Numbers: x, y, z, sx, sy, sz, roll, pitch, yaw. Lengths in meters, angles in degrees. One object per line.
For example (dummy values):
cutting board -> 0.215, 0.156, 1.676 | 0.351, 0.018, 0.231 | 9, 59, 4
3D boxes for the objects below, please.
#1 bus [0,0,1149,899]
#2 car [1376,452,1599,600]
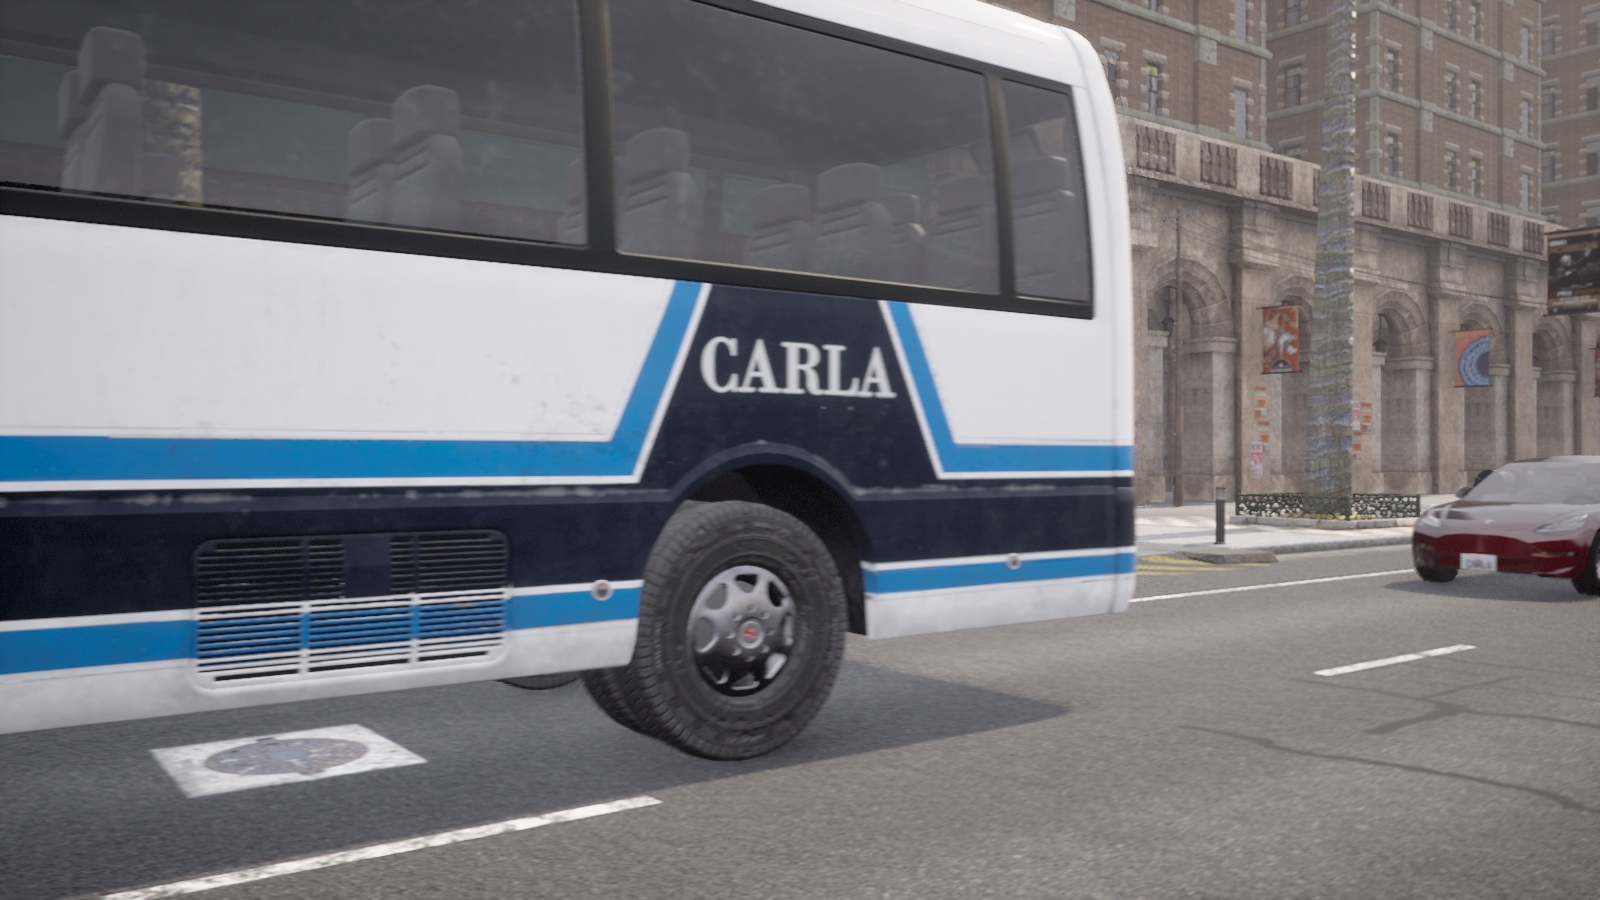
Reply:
bus -> -3.345, -0.609, 5.595 | 10.273, 4.253, 3.944 | 0, 0, -36
car -> 9.143, 0.764, 14.896 | 4.792, 1.488, 2.163 | 0, 0, -37
